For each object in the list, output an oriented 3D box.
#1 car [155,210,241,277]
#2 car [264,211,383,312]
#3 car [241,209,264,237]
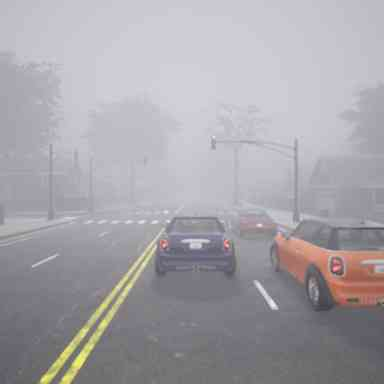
[{"bbox_3d":[0.095,1.383,10.483,2.097,1.767,4.553,0,0,0],"label":"car"},{"bbox_3d":[3.344,1.377,7.949,2.097,1.767,4.553,0,0,0],"label":"car"},{"bbox_3d":[3.340,1.619,18.448,1.994,1.385,4.181,0,0,0],"label":"car"}]
